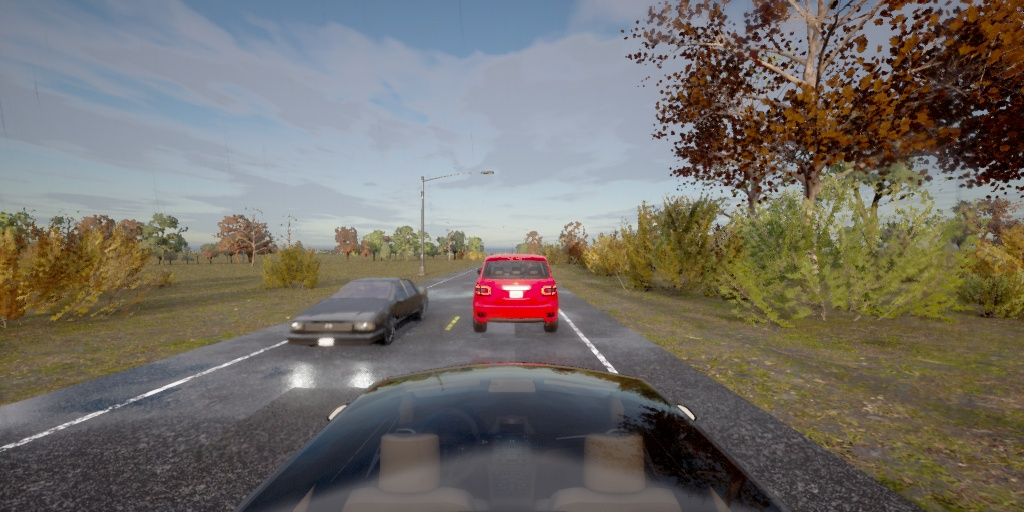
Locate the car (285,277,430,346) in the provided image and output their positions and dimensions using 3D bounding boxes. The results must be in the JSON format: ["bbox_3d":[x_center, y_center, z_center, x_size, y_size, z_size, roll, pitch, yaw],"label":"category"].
[{"bbox_3d":[-3.615,1.294,9.661,2.033,1.411,5.357,0,0,0],"label":"car"}]

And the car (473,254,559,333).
[{"bbox_3d":[0.086,0.968,10.907,2.150,2.045,5.566,0,0,0],"label":"car"}]

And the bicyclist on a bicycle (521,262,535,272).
[{"bbox_3d":[0.932,1.114,18.614,0.659,1.776,1.843,0,0,0],"label":"bicyclist on a bicycle"}]

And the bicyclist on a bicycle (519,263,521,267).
[{"bbox_3d":[0.887,1.111,28.627,0.659,1.776,1.843,0,0,0],"label":"bicyclist on a bicycle"}]
